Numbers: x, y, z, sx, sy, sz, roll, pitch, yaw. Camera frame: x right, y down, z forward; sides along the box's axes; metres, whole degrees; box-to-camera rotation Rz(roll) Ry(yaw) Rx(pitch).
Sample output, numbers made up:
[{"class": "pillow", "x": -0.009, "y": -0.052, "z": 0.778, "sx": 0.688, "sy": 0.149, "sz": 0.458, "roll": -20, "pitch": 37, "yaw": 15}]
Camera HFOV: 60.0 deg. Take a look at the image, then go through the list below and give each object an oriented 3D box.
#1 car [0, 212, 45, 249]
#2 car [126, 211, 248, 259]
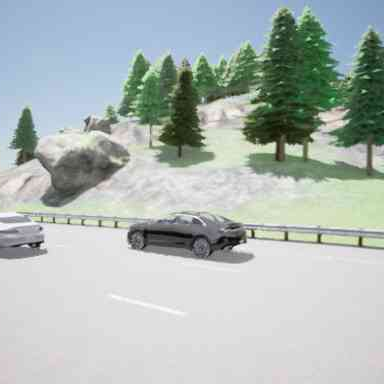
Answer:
[{"class": "car", "x": -7.710, "y": 1.511, "z": 13.076, "sx": 4.674, "sy": 1.442, "sz": 1.812, "roll": 0, "pitch": 0, "yaw": 32}, {"class": "car", "x": -0.339, "y": 1.470, "z": 12.536, "sx": 4.902, "sy": 1.511, "sz": 2.128, "roll": 0, "pitch": 0, "yaw": 34}]
